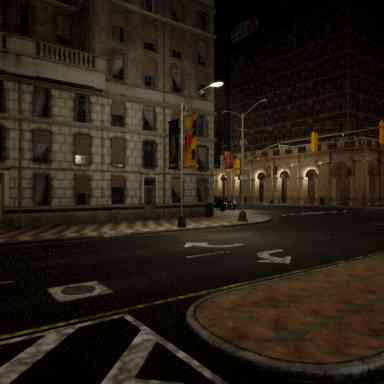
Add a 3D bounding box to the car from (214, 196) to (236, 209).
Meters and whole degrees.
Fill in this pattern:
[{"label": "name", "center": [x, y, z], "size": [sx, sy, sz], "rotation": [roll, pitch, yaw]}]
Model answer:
[{"label": "car", "center": [3.735, 1.351, 43.649], "size": [2.097, 1.767, 4.553], "rotation": [0, 0, -36]}]
